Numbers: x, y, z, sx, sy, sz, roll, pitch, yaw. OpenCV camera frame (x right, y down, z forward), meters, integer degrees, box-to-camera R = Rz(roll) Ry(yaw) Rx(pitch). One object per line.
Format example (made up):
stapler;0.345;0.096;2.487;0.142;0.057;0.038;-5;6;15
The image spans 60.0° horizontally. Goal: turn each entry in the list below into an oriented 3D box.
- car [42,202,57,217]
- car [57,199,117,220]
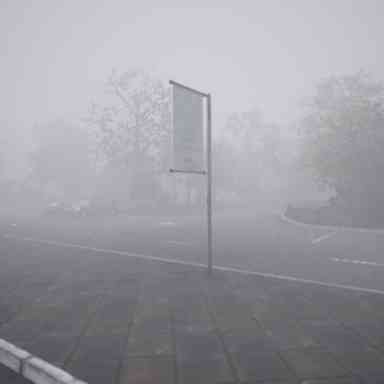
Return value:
car;-11.421;1.561;30.674;2.002;1.452;4.674;0;0;35
car;-8.799;1.386;28.891;2.185;1.767;4.553;0;0;35
